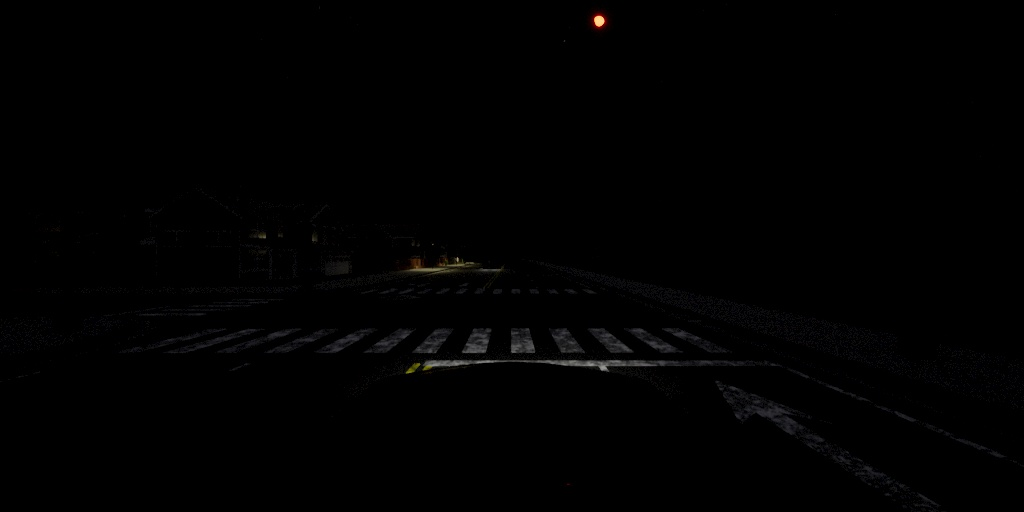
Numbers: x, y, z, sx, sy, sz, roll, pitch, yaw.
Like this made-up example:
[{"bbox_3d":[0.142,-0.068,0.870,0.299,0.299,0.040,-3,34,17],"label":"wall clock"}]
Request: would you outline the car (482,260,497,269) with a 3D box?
[{"bbox_3d":[-3.277,1.297,54.145,1.812,1.442,4.674,0,1,0],"label":"car"}]
